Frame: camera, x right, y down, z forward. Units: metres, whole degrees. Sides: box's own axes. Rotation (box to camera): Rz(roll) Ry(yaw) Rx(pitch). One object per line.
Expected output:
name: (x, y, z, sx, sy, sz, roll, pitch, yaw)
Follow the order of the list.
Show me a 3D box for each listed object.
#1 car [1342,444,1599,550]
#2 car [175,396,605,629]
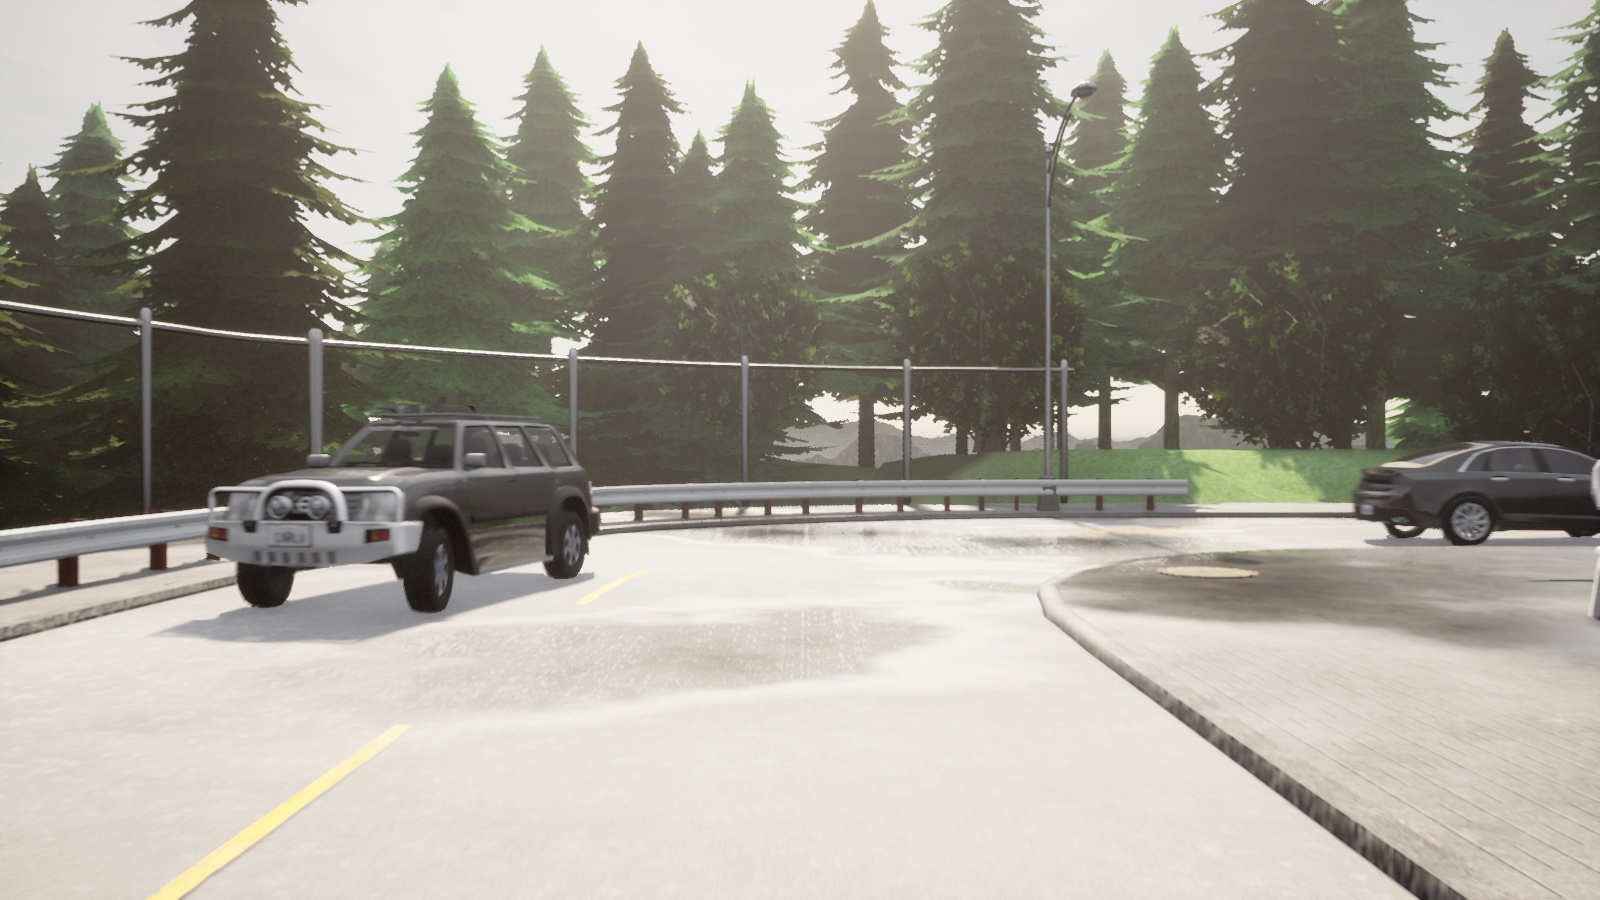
car: (10.898, 0.655, 18.684, 4.892, 1.490, 1.837, 0, 0, -4)
car: (-3.717, 0.491, 12.445, 1.932, 1.855, 4.605, 0, 0, 13)
